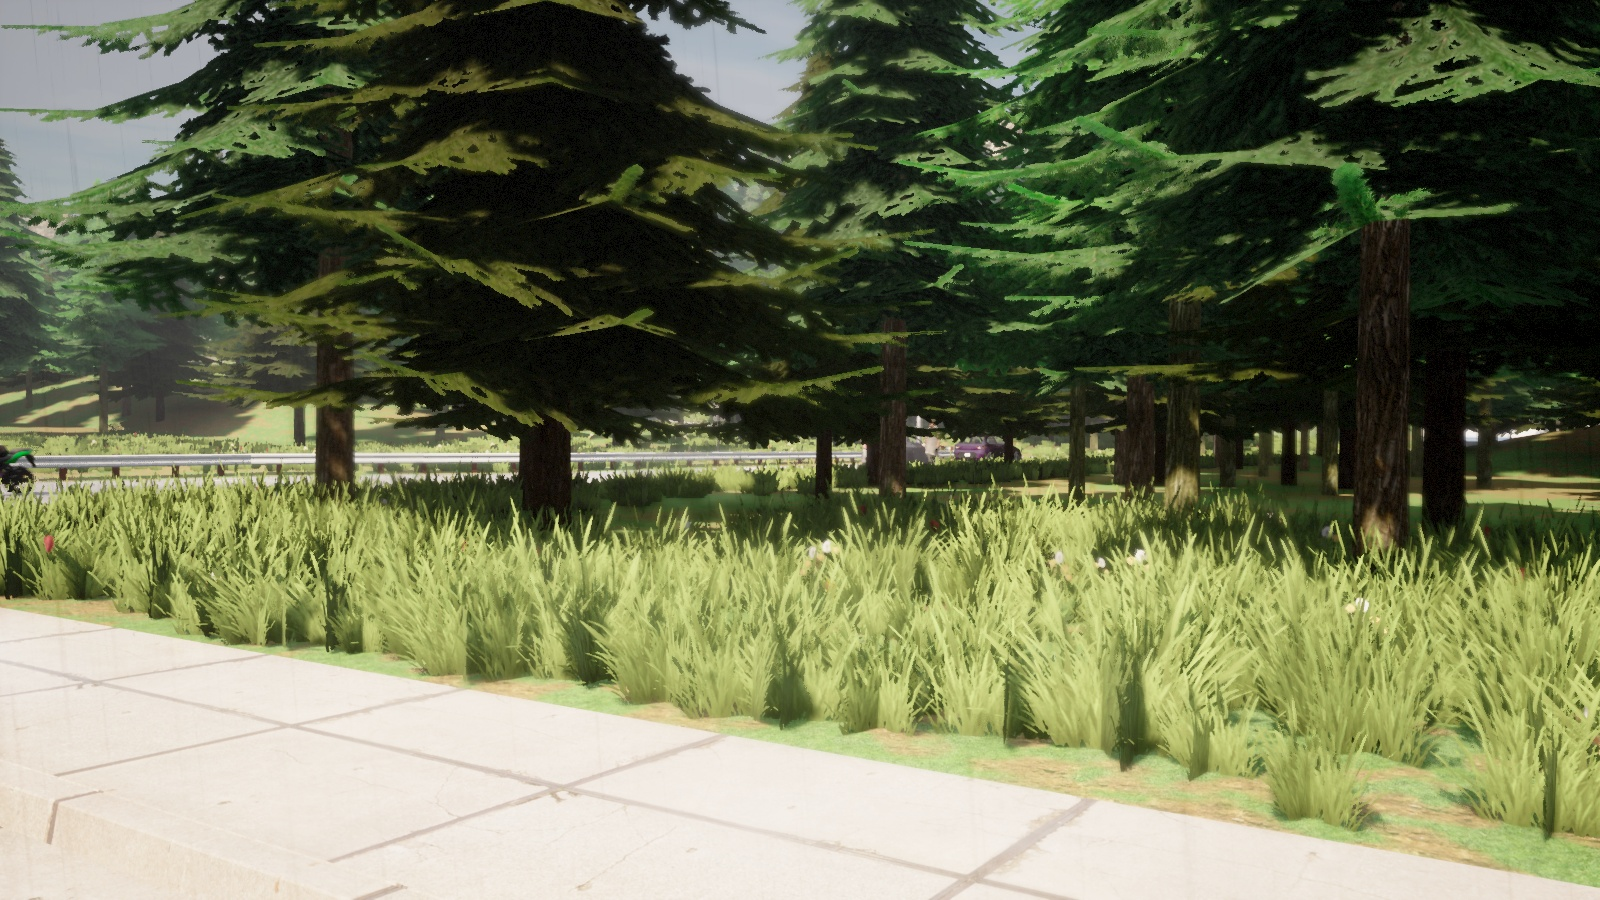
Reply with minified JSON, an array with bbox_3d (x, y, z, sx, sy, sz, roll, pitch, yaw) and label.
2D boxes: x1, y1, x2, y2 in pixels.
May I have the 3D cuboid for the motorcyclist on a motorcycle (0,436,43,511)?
[{"bbox_3d":[-16.749,0.488,25.663,0.797,1.523,2.044,0,1,33],"label":"motorcyclist on a motorcycle"}]

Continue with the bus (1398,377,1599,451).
[{"bbox_3d":[41.874,-2.086,75.837,10.273,4.253,3.944,0,1,24],"label":"bus"}]

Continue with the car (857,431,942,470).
[{"bbox_3d":[4.080,-0.017,51.140,1.845,1.501,3.633,0,1,35],"label":"car"}]

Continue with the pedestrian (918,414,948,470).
[{"bbox_3d":[4.748,-0.289,44.875,0.659,1.952,0.873,0,1,39],"label":"pedestrian"}]

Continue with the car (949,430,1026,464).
[{"bbox_3d":[8.648,-0.148,57.729,1.816,1.474,4.193,0,1,35],"label":"car"}]
